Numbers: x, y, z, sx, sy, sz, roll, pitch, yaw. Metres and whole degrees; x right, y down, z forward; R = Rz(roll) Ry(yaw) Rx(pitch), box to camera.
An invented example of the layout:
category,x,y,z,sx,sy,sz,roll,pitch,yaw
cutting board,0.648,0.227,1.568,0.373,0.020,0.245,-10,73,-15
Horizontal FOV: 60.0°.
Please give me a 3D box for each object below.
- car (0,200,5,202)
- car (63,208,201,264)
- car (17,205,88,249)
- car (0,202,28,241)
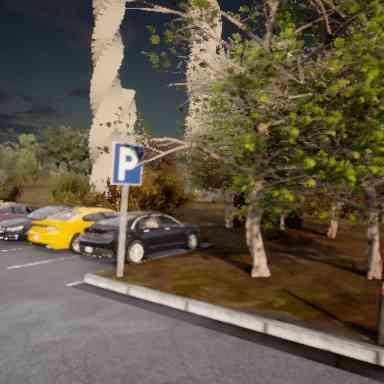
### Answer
category,x,y,z,sx,sy,sz,roll,pitch,yaw
car,-8.205,1.322,16.476,2.163,1.488,4.792,1,1,36
car,-1.561,1.405,11.569,2.231,1.521,4.892,1,0,36
car,-3.784,1.369,13.197,2.097,1.535,5.008,1,0,36
car,-5.998,1.332,14.833,2.231,1.521,4.892,1,0,36
